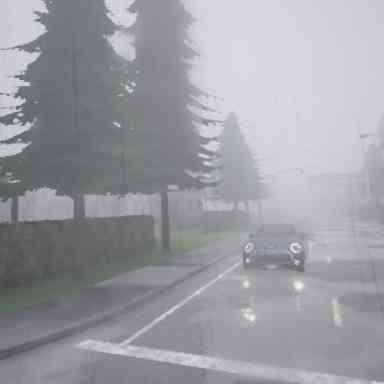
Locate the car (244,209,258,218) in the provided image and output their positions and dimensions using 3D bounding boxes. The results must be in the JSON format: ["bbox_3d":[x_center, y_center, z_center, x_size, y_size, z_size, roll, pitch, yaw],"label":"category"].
[{"bbox_3d":[11.107,4.547,69.021,3.866,1.878,1.905,-3,-3,21],"label":"car"}]

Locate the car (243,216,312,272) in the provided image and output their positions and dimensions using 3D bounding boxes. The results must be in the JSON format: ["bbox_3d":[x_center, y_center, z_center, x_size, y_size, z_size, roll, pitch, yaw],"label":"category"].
[{"bbox_3d":[3.431,1.986,13.164,2.097,1.767,4.553,-3,-3,21],"label":"car"}]
